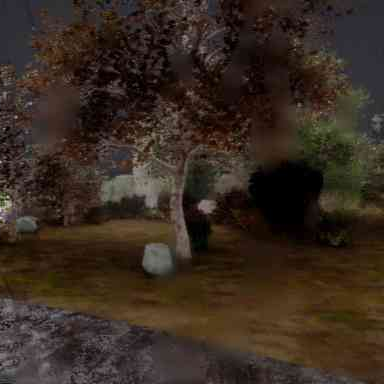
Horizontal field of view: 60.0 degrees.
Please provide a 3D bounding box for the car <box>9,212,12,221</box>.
[{"bbox_3d":[-31.629,4.385,52.650,4.674,1.452,2.002,-1,-3,-26],"label":"car"}]

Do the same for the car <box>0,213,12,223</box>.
[{"bbox_3d":[-36.554,4.859,62.641,4.553,1.767,2.185,-1,-3,-26],"label":"car"}]

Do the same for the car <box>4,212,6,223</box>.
[{"bbox_3d":[-24.381,3.295,37.834,4.892,1.521,2.231,-1,-4,-26],"label":"car"}]

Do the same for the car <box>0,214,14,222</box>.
[{"bbox_3d":[-37.680,5.125,65.003,4.892,1.521,2.231,-1,-3,-26],"label":"car"}]

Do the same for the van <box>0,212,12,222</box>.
[{"bbox_3d":[-38.996,5.044,67.439,4.442,1.987,1.878,-1,-3,-26],"label":"van"}]

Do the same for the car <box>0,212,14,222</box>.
[{"bbox_3d":[-40.070,5.279,69.969,4.553,1.767,2.185,-1,-2,-26],"label":"car"}]

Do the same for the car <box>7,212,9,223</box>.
[{"bbox_3d":[-26.968,3.658,42.690,5.366,1.575,1.946,-1,-3,-26],"label":"car"}]

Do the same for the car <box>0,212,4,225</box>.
[{"bbox_3d":[-23.185,3.108,35.361,5.008,1.535,2.097,-1,-4,-26],"label":"car"}]

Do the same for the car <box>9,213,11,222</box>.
[{"bbox_3d":[-30.426,4.219,50.178,4.674,1.452,2.002,-1,-3,-26],"label":"car"}]

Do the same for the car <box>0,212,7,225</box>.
[{"bbox_3d":[-29.246,3.886,47.698,4.553,1.767,2.185,-1,-3,-26],"label":"car"}]
